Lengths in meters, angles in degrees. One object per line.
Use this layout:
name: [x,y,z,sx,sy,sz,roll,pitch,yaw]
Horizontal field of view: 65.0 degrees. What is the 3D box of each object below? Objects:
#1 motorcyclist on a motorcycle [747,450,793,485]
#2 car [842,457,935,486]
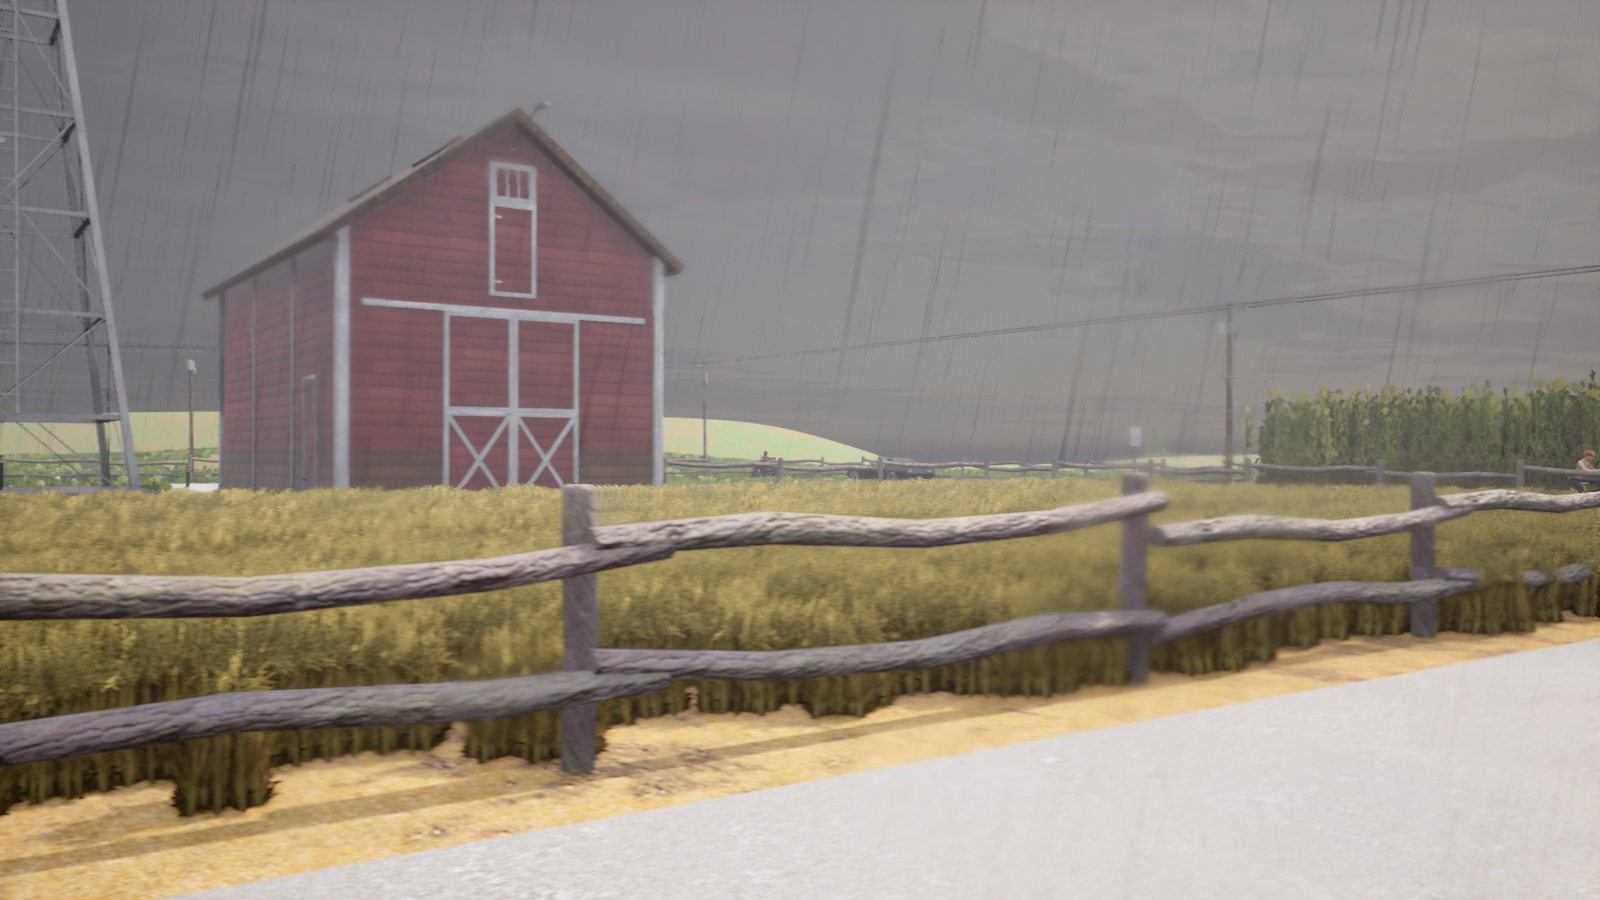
motorcyclist on a motorcycle: [-1.488,0.850,62.099,2.350,1.649,0.766,0,2,44]
car: [4.161,0.982,59.645,1.895,1.301,4.718,0,0,-35]
